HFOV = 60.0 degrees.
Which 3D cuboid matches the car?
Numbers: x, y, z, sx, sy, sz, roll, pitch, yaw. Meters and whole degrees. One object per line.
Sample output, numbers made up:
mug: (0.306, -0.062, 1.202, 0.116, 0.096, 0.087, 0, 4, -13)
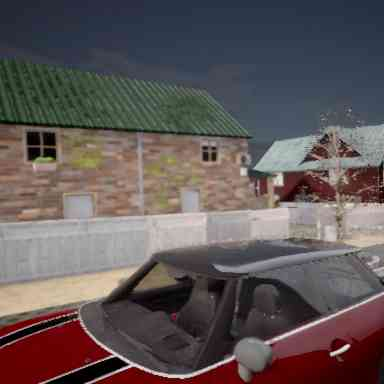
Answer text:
car: (0.181, 1.344, 3.184, 4.553, 1.767, 2.097, 0, 0, -35)
